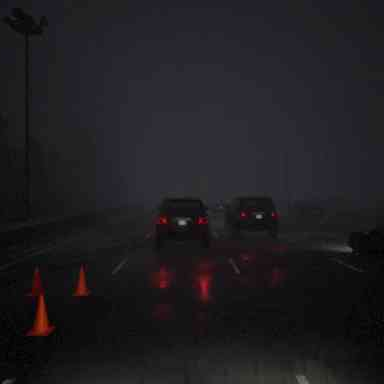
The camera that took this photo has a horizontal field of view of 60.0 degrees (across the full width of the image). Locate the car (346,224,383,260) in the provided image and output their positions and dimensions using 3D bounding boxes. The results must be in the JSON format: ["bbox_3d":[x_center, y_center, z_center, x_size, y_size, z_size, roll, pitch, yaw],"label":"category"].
[{"bbox_3d":[6.643,1.552,9.861,2.033,1.411,5.357,0,0,0],"label":"car"}]

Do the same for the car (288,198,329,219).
[{"bbox_3d":[10.060,1.508,29.784,1.882,1.535,5.008,0,0,0],"label":"car"}]

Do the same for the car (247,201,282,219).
[{"bbox_3d":[6.559,1.586,30.682,2.033,1.411,5.357,0,0,0],"label":"car"}]

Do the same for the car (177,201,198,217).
[{"bbox_3d":[-0.453,1.619,33.076,1.994,1.385,4.181,0,0,0],"label":"car"}]

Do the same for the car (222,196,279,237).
[{"bbox_3d":[3.109,1.246,18.180,2.150,2.045,5.566,0,0,0],"label":"car"}]

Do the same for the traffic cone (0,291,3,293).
[{"bbox_3d":[-4.457,1.976,7.407,0.340,0.580,0.340,0,0,0],"label":"traffic cone"}]

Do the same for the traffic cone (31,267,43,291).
[{"bbox_3d":[-3.457,1.974,7.411,0.340,0.580,0.340,0,0,0],"label":"traffic cone"}]

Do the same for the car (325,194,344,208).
[{"bbox_3d":[18.815,1.254,45.616,3.866,1.878,1.905,0,0,0],"label":"car"}]

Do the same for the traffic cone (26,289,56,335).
[{"bbox_3d":[-2.448,1.969,5.415,0.340,0.580,0.340,0,0,0],"label":"traffic cone"}]

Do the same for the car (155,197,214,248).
[{"bbox_3d":[-0.389,1.247,15.016,2.150,2.045,5.566,0,0,-1],"label":"car"}]

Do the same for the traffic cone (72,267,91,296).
[{"bbox_3d":[-2.457,1.972,7.415,0.340,0.580,0.340,0,0,0],"label":"traffic cone"}]

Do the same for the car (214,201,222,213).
[{"bbox_3d":[3.033,1.618,36.462,1.994,1.385,4.181,0,0,0],"label":"car"}]
